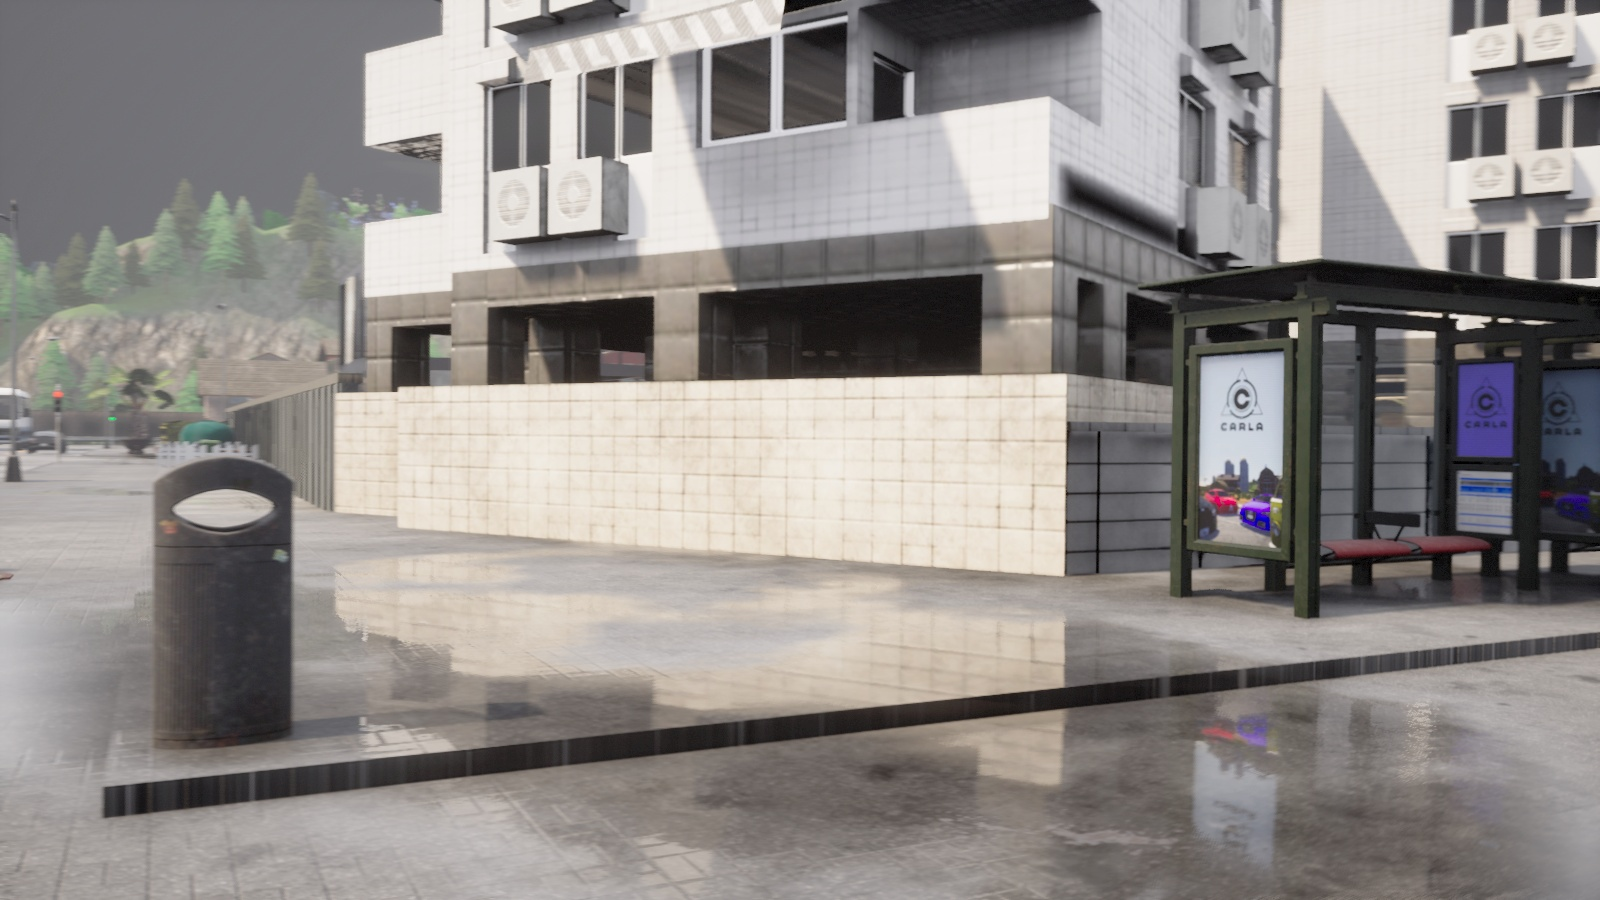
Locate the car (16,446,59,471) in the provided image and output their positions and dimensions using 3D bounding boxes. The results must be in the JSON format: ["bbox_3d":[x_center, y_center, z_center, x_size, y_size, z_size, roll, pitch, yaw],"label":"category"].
[{"bbox_3d":[-45.551,0.492,75.057,1.812,1.442,4.674,-1,1,-27],"label":"car"}]
